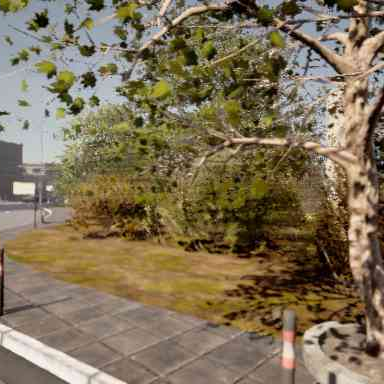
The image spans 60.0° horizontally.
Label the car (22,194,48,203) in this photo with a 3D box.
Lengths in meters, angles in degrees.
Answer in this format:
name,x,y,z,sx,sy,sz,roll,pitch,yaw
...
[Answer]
name,x,y,z,sx,sy,sz,roll,pitch,yaw
car,-25.101,1.106,53.359,2.033,1.411,5.357,1,-2,2
